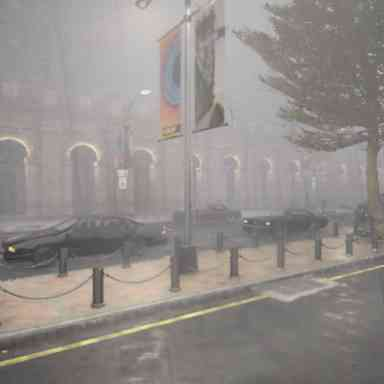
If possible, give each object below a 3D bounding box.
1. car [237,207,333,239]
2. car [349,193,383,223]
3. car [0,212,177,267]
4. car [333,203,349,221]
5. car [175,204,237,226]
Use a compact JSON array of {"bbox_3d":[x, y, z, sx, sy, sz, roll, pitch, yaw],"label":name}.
[{"bbox_3d":[4.826,1.527,17.041,4.718,1.301,1.895,0,0,-35],"label":"car"},{"bbox_3d":[13.672,1.127,23.132,5.566,2.045,2.150,0,0,-34],"label":"car"},{"bbox_3d":[-3.421,1.494,11.346,5.357,1.411,2.033,0,0,-35],"label":"car"},{"bbox_3d":[12.022,1.559,26.144,4.718,1.301,1.895,0,0,-35],"label":"car"},{"bbox_3d":[1.011,1.495,22.488,4.718,1.301,1.895,0,0,-35],"label":"car"}]
